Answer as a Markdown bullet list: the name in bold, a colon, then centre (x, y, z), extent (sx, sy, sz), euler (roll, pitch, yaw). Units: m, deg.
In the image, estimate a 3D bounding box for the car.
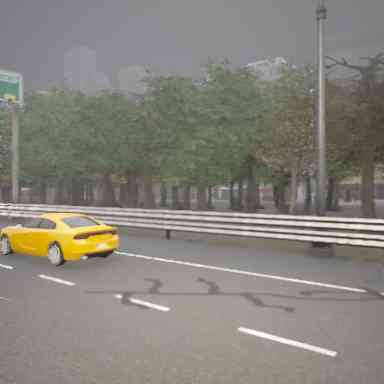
- **car**: centre (-4.723, 1.475, 11.547), extent (5.008, 1.535, 1.882), euler (0, 0, 36)
